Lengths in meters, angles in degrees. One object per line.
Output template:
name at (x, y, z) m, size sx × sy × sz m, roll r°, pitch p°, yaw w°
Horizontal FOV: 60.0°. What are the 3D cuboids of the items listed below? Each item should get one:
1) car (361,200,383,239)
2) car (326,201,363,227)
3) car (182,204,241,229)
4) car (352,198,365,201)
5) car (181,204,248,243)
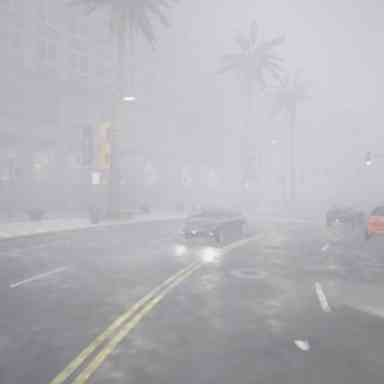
car at (10.460, 1.480, 17.349) m, size 2.097 × 1.767 × 4.553 m, roll 0°, pitch 0°, yaw 35°
car at (11.113, 1.652, 24.056) m, size 1.837 × 1.490 × 4.892 m, roll 0°, pitch 0°, yaw 37°
car at (1.515, 1.627, 23.598) m, size 1.812 × 1.442 × 4.674 m, roll 0°, pitch 0°, yaw 38°
car at (36.116, 1.979, 72.203) m, size 2.161 × 1.482 × 4.786 m, roll 0°, pitch 0°, yaw 38°
car at (1.287, 1.551, 16.684) m, size 1.837 × 1.490 × 4.892 m, roll 0°, pitch -1°, yaw 30°
